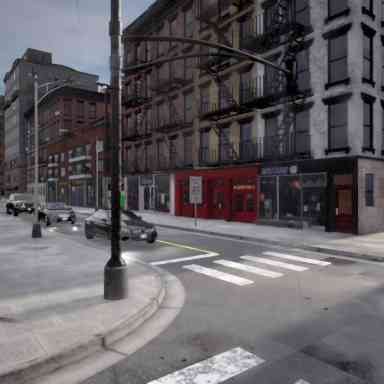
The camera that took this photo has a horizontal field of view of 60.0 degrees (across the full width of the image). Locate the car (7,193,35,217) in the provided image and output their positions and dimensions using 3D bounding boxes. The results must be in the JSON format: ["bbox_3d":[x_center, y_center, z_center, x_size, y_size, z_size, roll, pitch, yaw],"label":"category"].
[{"bbox_3d":[-16.046,1.168,31.597,2.150,2.045,5.566,0,0,-37],"label":"car"}]

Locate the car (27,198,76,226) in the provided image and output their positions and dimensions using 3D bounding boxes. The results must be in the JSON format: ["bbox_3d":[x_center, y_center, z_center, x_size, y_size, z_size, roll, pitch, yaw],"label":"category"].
[{"bbox_3d":[-9.690,1.457,23.335,2.128,1.511,4.902,0,0,-38],"label":"car"}]

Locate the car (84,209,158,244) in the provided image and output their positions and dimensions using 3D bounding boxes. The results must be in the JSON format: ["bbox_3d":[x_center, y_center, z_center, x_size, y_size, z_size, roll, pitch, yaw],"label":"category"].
[{"bbox_3d":[-3.419,1.508,15.220,1.812,1.442,4.674,0,0,-39],"label":"car"}]
